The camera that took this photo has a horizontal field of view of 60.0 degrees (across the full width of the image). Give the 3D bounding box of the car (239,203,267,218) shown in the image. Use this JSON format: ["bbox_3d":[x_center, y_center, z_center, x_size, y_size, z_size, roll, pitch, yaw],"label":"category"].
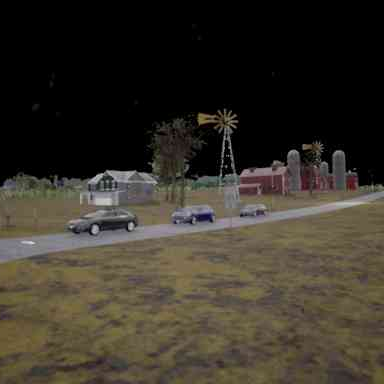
[{"bbox_3d":[7.137,2.135,38.635,1.837,1.490,4.892,-2,0,36],"label":"car"}]

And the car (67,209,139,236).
[{"bbox_3d":[-5.499,1.839,21.017,1.837,1.490,4.892,-2,-2,35],"label":"car"}]

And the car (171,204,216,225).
[{"bbox_3d":[0.151,1.857,28.910,2.097,1.767,4.553,-2,-2,36],"label":"car"}]
